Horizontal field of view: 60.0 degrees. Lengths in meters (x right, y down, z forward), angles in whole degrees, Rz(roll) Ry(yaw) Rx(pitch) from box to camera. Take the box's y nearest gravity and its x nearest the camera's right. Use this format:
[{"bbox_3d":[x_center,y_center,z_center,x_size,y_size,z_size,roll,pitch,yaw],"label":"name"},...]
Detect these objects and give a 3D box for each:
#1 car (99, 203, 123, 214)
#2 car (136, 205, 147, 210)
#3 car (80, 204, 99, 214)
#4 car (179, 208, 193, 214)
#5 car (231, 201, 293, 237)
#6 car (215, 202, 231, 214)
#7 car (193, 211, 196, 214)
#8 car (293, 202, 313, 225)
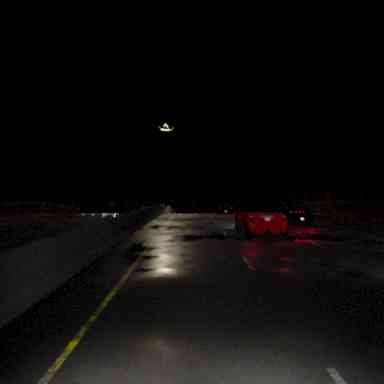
[{"bbox_3d":[-10.590,2.154,44.959,1.882,1.535,5.008,0,-4,0],"label":"car"},{"bbox_3d":[-7.084,2.649,49.446,1.895,1.301,4.718,0,-5,0],"label":"car"},{"bbox_3d":[-14.083,2.364,46.554,1.994,1.385,4.181,0,-5,0],"label":"car"},{"bbox_3d":[-1.227,3.600,59.789,1.837,1.490,4.892,0,-6,0],"label":"car"},{"bbox_3d":[3.599,1.316,17.955,2.097,1.767,4.553,0,0,0],"label":"car"},{"bbox_3d":[3.599,1.836,37.624,1.895,1.301,4.718,0,-3,0],"label":"car"},{"bbox_3d":[0.000,5.153,76.577,1.882,1.535,5.008,0,-6,0],"label":"car"},{"bbox_3d":[7.099,1.458,23.827,1.837,1.490,4.892,0,0,0],"label":"car"}]
